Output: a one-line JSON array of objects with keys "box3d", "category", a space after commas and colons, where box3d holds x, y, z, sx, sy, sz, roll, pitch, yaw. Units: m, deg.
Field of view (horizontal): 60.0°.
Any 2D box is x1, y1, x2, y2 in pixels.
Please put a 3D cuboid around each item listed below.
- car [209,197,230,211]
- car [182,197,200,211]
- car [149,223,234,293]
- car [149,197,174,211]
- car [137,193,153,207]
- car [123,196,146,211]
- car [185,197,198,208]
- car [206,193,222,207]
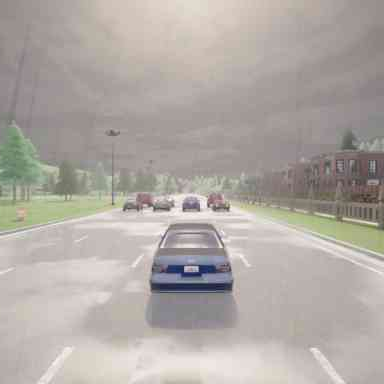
[{"box3d": [3.422, 1.601, 40.041, 1.895, 1.301, 4.718, 0, 0, 0], "category": "car"}, {"box3d": [-0.078, 1.352, 39.974, 2.097, 1.767, 4.553, 0, 0, 0], "category": "car"}, {"box3d": [-0.018, 1.548, 8.975, 2.033, 1.411, 5.357, 0, 0, 0], "category": "car"}, {"box3d": [-3.578, 1.564, 39.998, 1.994, 1.385, 4.181, 0, 0, 0], "category": "car"}, {"box3d": [-7.097, 1.221, 50.024, 2.150, 2.045, 5.566, 0, 0, 0], "category": "car"}, {"box3d": [-7.078, 1.526, 39.991, 1.812, 1.442, 4.674, 0, 0, 0], "category": "car"}, {"box3d": [-0.097, 1.505, 50.008, 1.837, 1.490, 4.892, 0, 0, 0], "category": "car"}, {"box3d": [3.403, 1.221, 50.044, 2.150, 2.045, 5.566, 0, 0, 0], "category": "car"}]
